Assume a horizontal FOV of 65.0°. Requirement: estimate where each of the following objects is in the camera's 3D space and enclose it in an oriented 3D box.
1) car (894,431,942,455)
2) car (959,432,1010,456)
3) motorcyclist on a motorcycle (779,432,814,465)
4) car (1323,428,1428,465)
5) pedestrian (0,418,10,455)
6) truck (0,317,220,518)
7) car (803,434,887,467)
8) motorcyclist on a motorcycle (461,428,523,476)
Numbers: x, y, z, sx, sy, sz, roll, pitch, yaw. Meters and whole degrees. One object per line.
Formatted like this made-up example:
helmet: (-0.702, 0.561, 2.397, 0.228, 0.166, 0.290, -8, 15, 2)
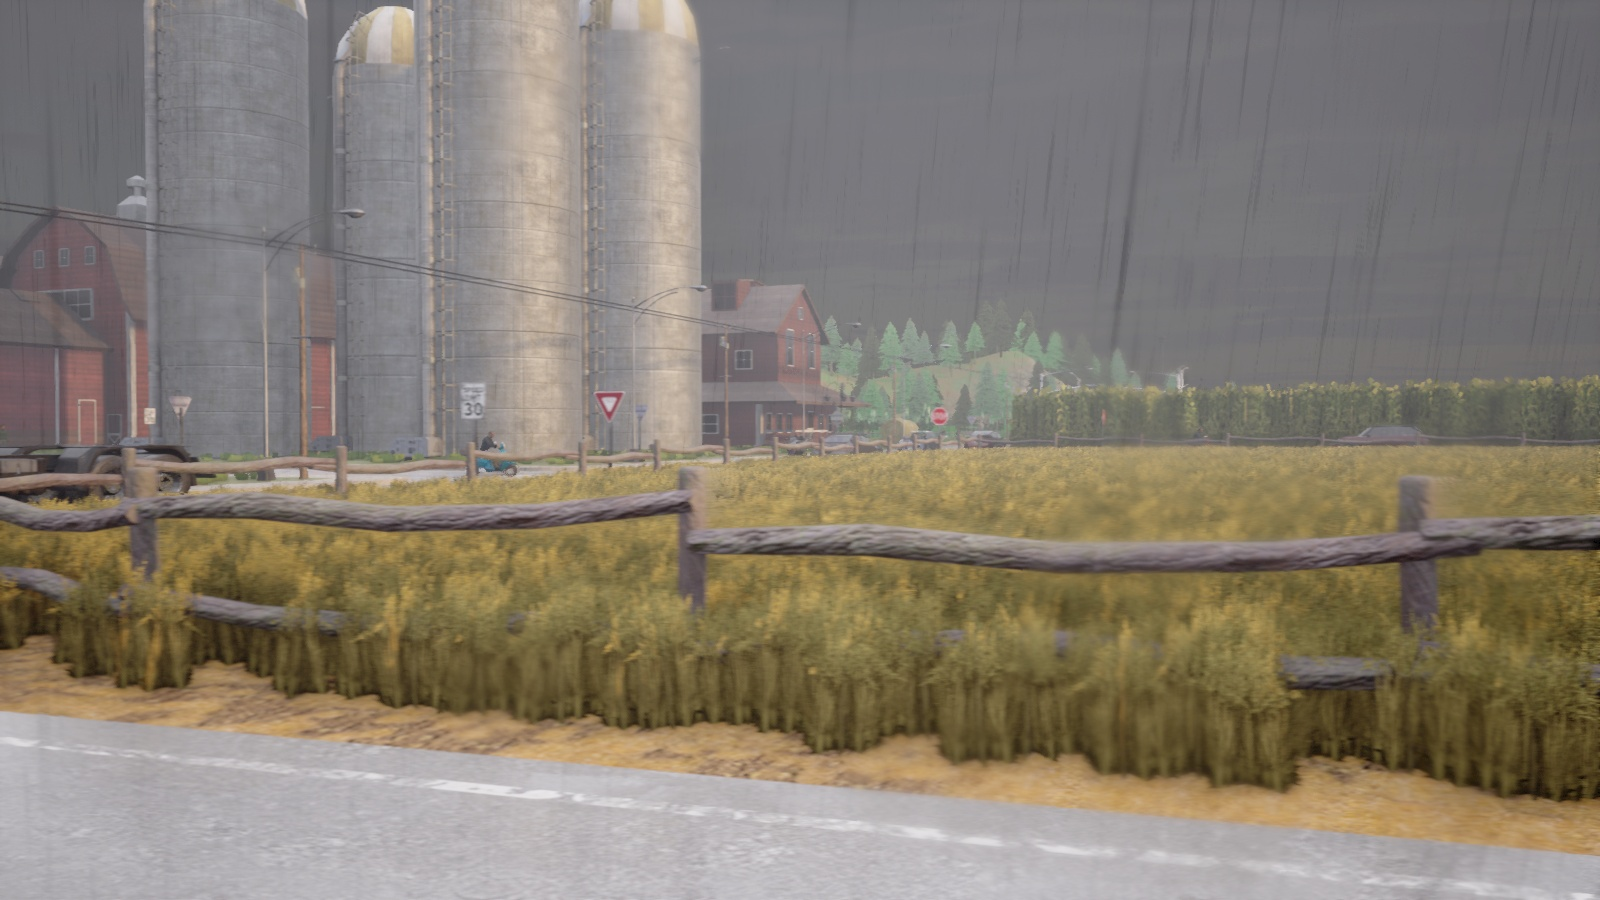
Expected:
car: (7.401, -0.439, 78.658, 1.970, 1.475, 3.806, 1, 1, 22)
car: (11.862, -0.415, 80.392, 2.163, 1.488, 4.792, 1, 1, 22)
motorcyclist on a motorcycle: (-0.171, -0.093, 59.605, 0.866, 1.530, 2.191, 1, 1, 23)
car: (28.108, -0.202, 61.486, 4.553, 1.767, 2.097, 0, 1, 22)
pedestrian: (-39.611, -0.666, 62.355, 0.614, 1.847, 0.353, 1, 1, 21)
truck: (-14.831, -0.577, 22.895, 2.891, 3.462, 7.936, 1, 1, 22)
car: (2.075, -0.012, 55.878, 2.033, 1.411, 5.357, 1, 1, 22)
motorcyclist on a motorcycle: (-10.468, 0.057, 42.690, 1.817, 1.590, 0.866, 0, 0, 9)
